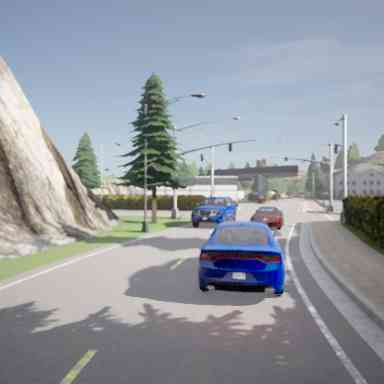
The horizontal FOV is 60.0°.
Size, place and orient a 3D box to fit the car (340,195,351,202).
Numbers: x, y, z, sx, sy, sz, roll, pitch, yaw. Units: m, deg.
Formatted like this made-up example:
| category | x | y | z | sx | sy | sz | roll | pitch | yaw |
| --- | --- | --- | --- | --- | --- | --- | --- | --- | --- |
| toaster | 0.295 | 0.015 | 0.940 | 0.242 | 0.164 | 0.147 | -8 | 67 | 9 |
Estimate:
| category | x | y | z | sx | sy | sz | roll | pitch | yaw |
| --- | --- | --- | --- | --- | --- | --- | --- | --- | --- |
| car | 39.366 | 1.551 | 82.952 | 3.866 | 1.878 | 1.905 | 0 | 0 | 18 |

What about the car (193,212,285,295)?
| category | x | y | z | sx | sy | sz | roll | pitch | yaw |
| --- | --- | --- | --- | --- | --- | --- | --- | --- | --- |
| car | 1.387 | 1.528 | 9.018 | 1.882 | 1.535 | 5.008 | 0 | 0 | 11 |

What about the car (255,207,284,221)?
| category | x | y | z | sx | sy | sz | roll | pitch | yaw |
| --- | --- | --- | --- | --- | --- | --- | --- | --- | --- |
| car | 5.212 | 1.690 | 22.703 | 1.994 | 1.385 | 4.181 | 0 | 0 | 18 |

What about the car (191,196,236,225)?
| category | x | y | z | sx | sy | sz | roll | pitch | yaw |
| --- | --- | --- | --- | --- | --- | --- | --- | --- | --- |
| car | 1.694 | 1.346 | 23.729 | 2.150 | 2.045 | 5.566 | 0 | 0 | 19 |
